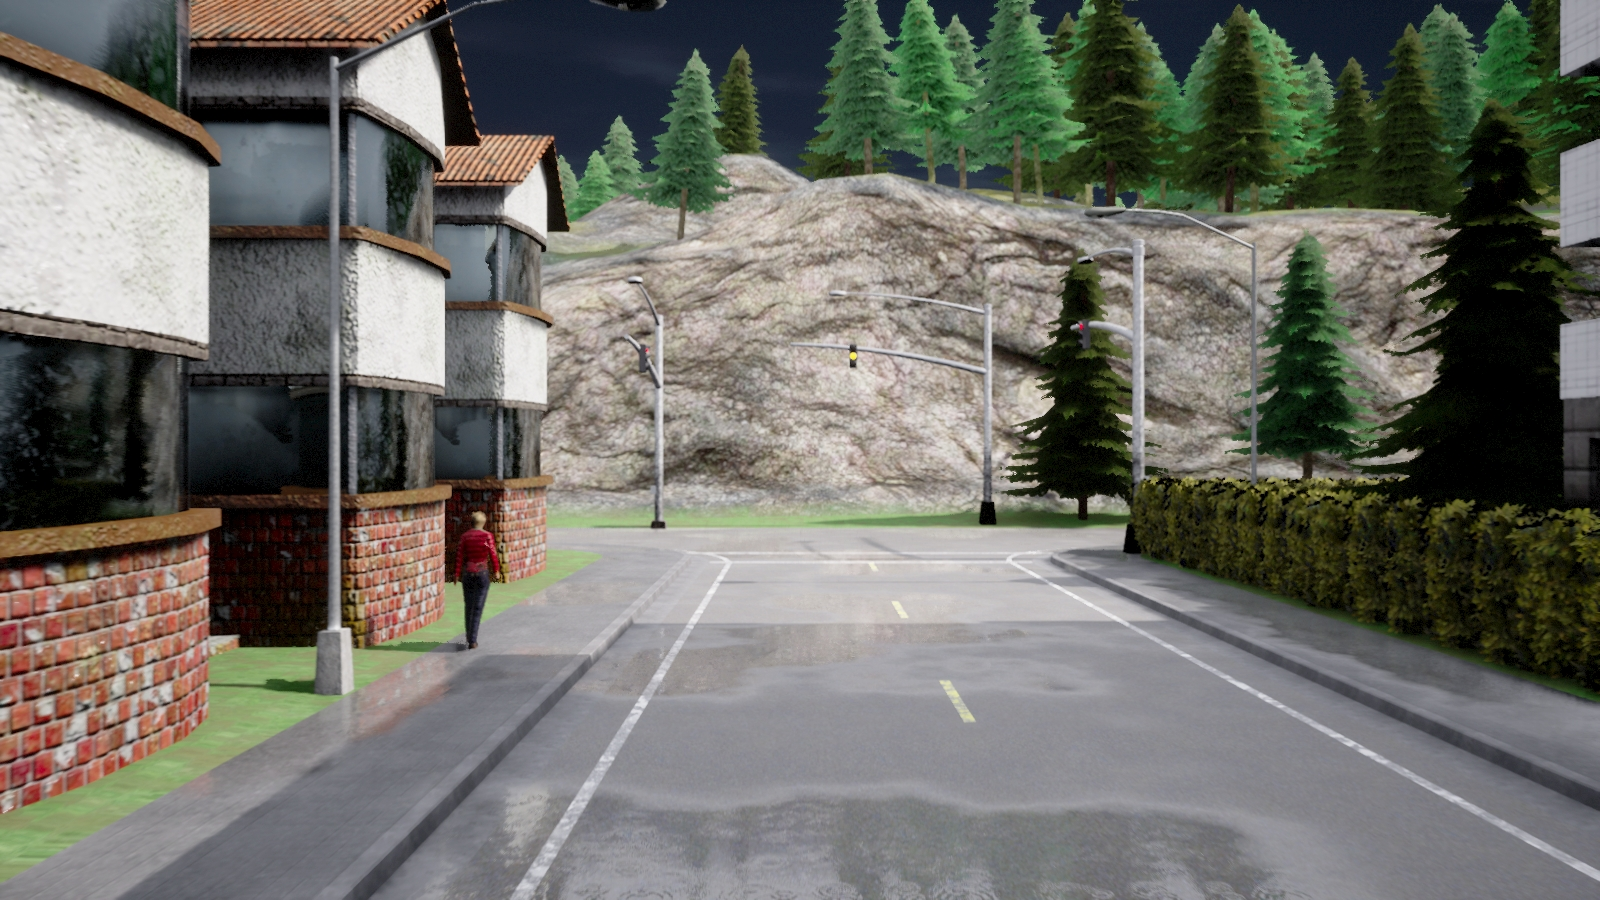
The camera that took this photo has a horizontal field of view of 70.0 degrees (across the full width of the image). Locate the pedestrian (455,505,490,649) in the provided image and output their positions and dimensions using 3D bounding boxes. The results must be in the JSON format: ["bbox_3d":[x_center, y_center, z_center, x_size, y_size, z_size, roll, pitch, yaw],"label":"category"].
[{"bbox_3d":[-4.344,1.676,15.157,0.375,1.860,0.375,0,0,-2],"label":"pedestrian"}]
